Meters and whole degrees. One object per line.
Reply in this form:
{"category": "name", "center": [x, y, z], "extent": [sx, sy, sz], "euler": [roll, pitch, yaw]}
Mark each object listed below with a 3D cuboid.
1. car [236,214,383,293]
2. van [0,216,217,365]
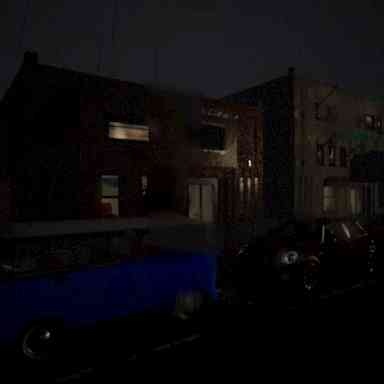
{"category": "car", "center": [3.059, 1.435, 8.764], "extent": [4.097, 1.590, 1.967], "euler": [0, 0, -36]}
{"category": "van", "center": [-1.453, 1.340, 5.533], "extent": [3.998, 1.788, 1.690], "euler": [0, 0, -36]}
